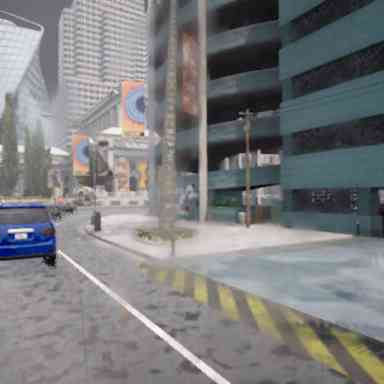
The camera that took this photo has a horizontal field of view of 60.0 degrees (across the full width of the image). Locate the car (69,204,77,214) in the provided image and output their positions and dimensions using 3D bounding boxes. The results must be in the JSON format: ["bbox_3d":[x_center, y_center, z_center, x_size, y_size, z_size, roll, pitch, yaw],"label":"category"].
[{"bbox_3d":[-15.462,1.985,39.466,2.128,1.511,4.902,0,-1,9],"label":"car"}]

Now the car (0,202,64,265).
[{"bbox_3d":[-6.231,1.379,11.761,2.150,2.045,5.566,0,-1,-31],"label":"car"}]

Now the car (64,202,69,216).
[{"bbox_3d":[-12.789,1.920,29.125,2.033,1.411,5.357,0,-1,-5],"label":"car"}]
